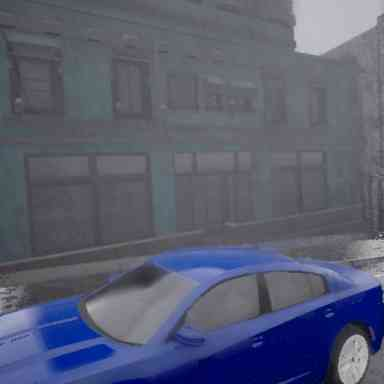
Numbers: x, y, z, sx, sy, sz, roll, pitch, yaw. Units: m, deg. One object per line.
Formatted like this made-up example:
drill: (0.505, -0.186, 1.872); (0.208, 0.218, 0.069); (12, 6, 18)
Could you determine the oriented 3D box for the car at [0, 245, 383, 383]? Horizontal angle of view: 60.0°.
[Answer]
car: (0.078, 1.435, 3.727); (5.008, 1.535, 1.882); (0, 1, -31)
